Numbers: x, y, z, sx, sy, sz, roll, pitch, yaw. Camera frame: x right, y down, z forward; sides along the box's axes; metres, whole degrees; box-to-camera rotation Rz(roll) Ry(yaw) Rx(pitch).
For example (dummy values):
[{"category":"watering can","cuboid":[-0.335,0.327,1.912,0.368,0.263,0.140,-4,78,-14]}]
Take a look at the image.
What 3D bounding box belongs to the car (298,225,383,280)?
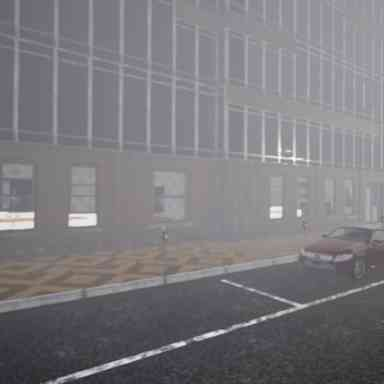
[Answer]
[{"category":"car","cuboid":[5.060,1.682,10.167,4.206,1.307,1.802,1,0,-35]}]
